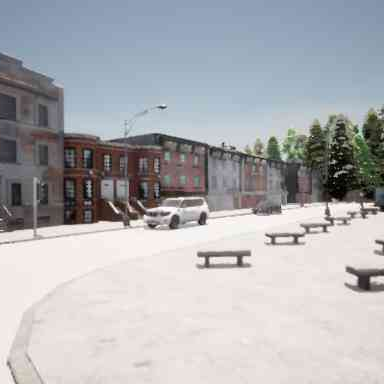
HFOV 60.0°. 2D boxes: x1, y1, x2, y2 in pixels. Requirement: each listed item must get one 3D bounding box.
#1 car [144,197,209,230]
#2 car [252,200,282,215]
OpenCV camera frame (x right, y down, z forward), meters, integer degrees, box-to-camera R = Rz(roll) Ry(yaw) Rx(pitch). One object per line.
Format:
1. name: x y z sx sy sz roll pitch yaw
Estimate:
1. car: -0.931 1.399 23.320 2.150 2.045 5.566 -1 0 35
2. car: 8.147 1.680 36.004 1.837 1.490 4.892 -1 0 36
